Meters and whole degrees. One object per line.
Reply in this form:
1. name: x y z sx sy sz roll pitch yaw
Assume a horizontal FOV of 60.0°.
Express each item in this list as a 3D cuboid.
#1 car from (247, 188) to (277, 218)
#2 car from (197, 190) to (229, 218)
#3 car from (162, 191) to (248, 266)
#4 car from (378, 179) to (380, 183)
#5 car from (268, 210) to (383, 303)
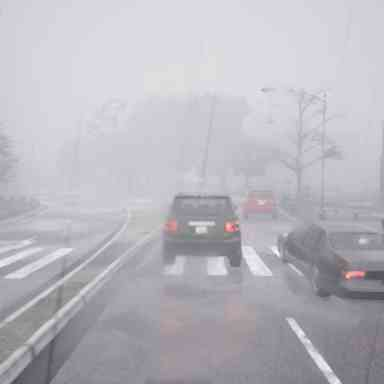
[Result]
1. car: 4.796 0.730 23.849 2.150 2.045 5.566 1 2 8
2. car: 1.685 0.802 24.938 2.097 1.767 4.553 1 2 8
3. car: 0.357 1.022 10.935 2.150 2.045 5.566 0 0 3
4. car: 43.341 -2.768 73.402 2.185 1.767 4.553 -1 5 -11
5. car: 3.462 1.410 8.092 2.033 1.411 5.357 0 1 2
